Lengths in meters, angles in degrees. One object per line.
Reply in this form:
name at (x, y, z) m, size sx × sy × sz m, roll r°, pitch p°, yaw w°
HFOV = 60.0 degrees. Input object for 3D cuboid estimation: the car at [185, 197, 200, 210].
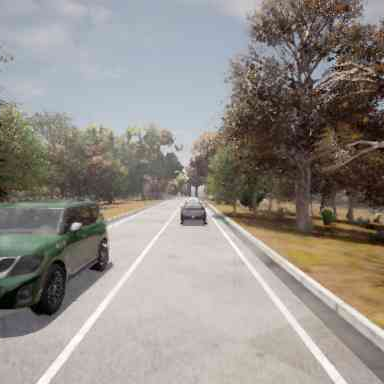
car at (0.088, 1.454, 42.668) m, size 1.812 × 1.442 × 4.674 m, roll 0°, pitch 0°, yaw 0°

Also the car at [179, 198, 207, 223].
car at (0.094, 1.474, 24.953) m, size 2.128 × 1.511 × 4.902 m, roll 0°, pitch 0°, yaw 0°

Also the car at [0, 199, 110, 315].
car at (-3.567, 1.219, 7.910) m, size 2.150 × 2.045 × 5.566 m, roll 0°, pitch 0°, yaw 0°
